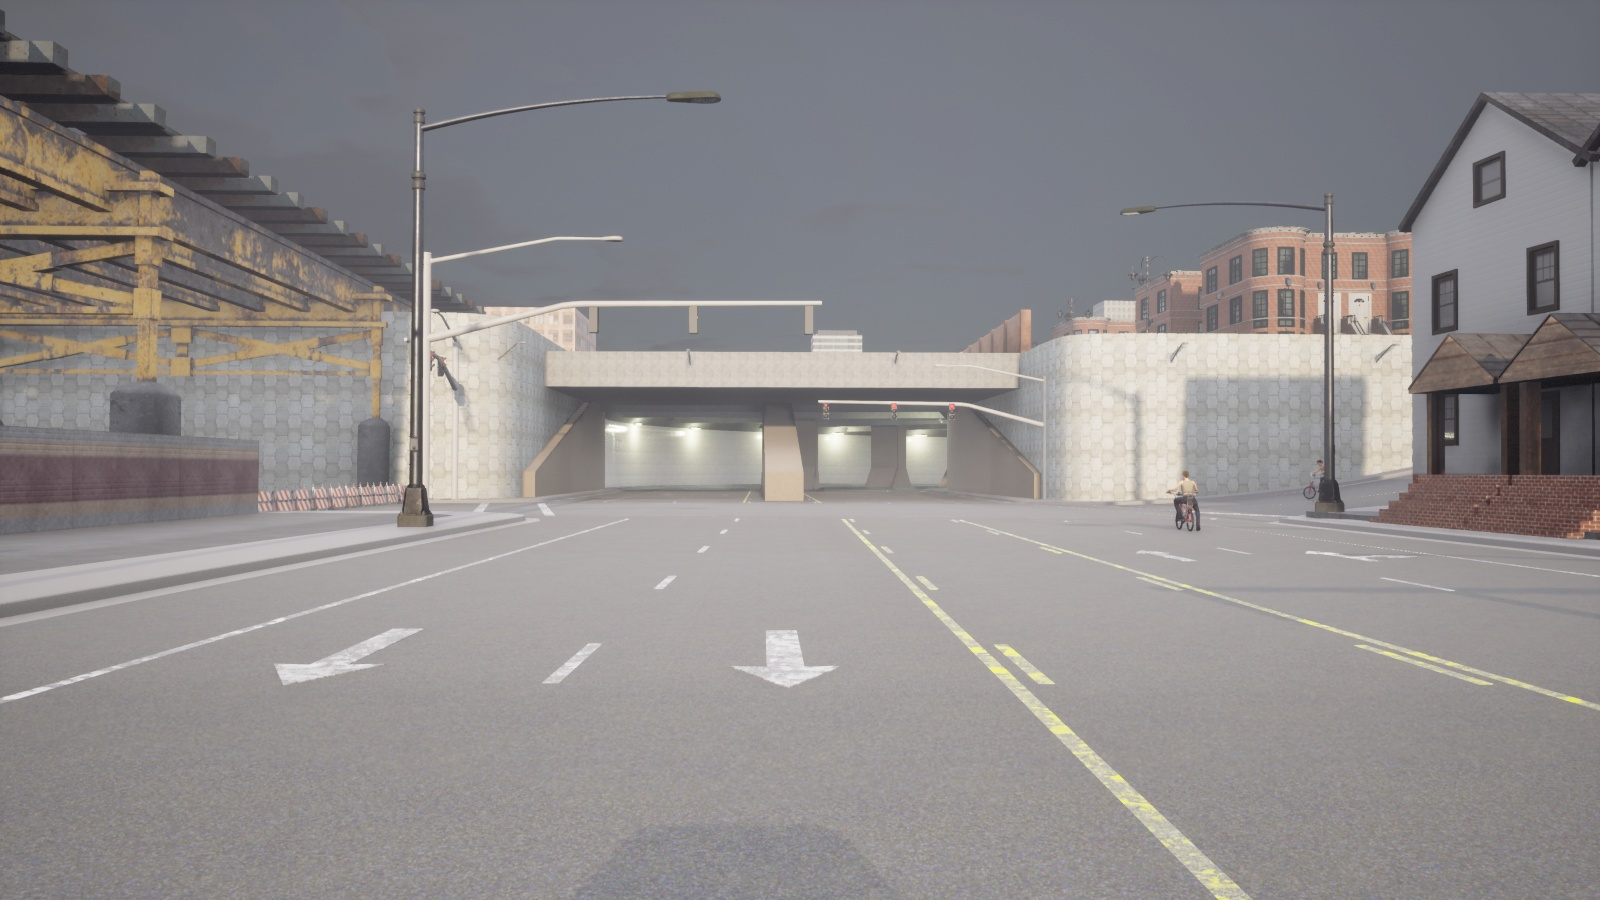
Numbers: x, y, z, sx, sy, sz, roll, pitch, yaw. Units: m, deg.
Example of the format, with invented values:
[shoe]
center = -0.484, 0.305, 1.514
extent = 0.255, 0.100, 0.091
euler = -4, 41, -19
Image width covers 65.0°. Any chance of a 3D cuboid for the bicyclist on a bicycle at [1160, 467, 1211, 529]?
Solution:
[bicyclist on a bicycle]
center = 10.309, 1.273, 33.622
extent = 0.866, 1.612, 1.509
euler = 0, -1, 0
